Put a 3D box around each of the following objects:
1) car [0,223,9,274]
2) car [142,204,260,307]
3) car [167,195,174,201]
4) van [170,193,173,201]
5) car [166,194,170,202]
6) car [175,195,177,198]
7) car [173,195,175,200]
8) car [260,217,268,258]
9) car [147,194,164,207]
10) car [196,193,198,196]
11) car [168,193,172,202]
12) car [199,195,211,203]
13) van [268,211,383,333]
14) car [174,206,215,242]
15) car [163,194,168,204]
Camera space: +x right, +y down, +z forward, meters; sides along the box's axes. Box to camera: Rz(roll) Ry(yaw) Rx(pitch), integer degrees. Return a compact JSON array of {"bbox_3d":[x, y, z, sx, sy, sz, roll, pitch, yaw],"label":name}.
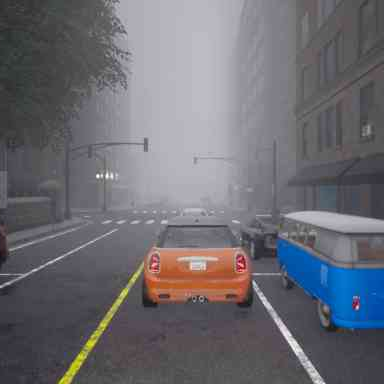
[{"bbox_3d":[-5.669,1.314,6.519,2.192,1.841,5.009,0,0,0],"label":"car"},{"bbox_3d":[0.102,1.351,8.113,2.097,1.767,4.553,0,0,0],"label":"car"},{"bbox_3d":[-5.671,1.502,88.193,1.752,1.417,4.829,0,0,0],"label":"car"},{"bbox_3d":[-5.671,1.311,72.011,1.690,1.788,3.998,0,0,0],"label":"van"},{"bbox_3d":[-5.670,1.514,61.109,1.887,1.381,4.507,0,0,0],"label":"car"},{"bbox_3d":[-5.672,1.289,82.913,2.192,1.841,5.009,0,0,0],"label":"car"},{"bbox_3d":[-5.671,1.523,77.462,2.008,1.369,4.403,0,0,0],"label":"car"},{"bbox_3d":[2.856,1.563,12.220,1.947,1.339,4.313,0,0,0],"label":"car"},{"bbox_3d":[-5.670,1.498,50.038,1.752,1.417,4.829,0,0,0],"label":"car"},{"bbox_3d":[2.853,1.506,94.009,1.752,1.417,4.829,0,0,0],"label":"car"},{"bbox_3d":[-5.671,1.514,66.560,1.887,1.381,4.507,0,0,0],"label":"car"},{"bbox_3d":[2.854,1.410,66.596,1.967,1.590,4.097,0,0,0],"label":"car"},{"bbox_3d":[2.856,1.340,6.559,1.690,1.788,3.998,0,0,0],"label":"van"},{"bbox_3d":[0.101,1.521,17.114,1.812,1.442,4.674,0,0,0],"label":"car"},{"bbox_3d":[-5.670,1.521,55.658,2.008,1.369,4.403,0,0,0],"label":"car"}]
